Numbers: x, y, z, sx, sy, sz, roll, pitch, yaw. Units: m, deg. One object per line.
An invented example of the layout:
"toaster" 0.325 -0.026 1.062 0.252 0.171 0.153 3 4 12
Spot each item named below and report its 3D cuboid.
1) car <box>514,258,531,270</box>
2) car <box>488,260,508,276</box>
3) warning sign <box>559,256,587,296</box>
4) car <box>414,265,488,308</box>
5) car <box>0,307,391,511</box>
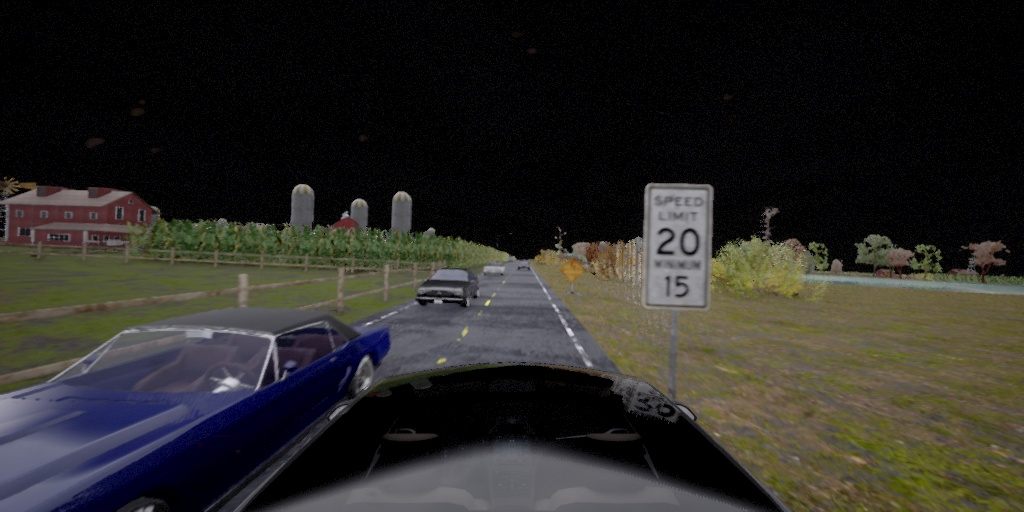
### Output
"car" 1.770 1.352 53.266 2.033 1.411 5.357 2 0 2
"car" -1.715 1.281 35.537 1.895 1.301 4.718 2 0 2
"warning sign" 2.892 0.942 17.314 1.300 1.860 1.060 0 0 2
"car" -2.466 1.208 15.152 2.033 1.411 5.357 2 0 2
"car" -2.842 1.261 3.370 1.895 1.301 4.718 2 0 1
